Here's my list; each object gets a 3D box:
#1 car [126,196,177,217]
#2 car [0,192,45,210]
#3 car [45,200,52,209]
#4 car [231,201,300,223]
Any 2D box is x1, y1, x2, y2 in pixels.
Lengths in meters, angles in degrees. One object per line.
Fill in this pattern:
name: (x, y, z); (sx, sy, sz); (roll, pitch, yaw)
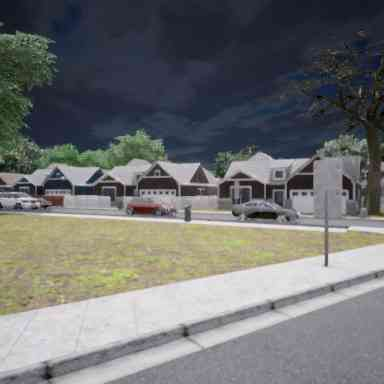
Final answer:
car: (-3.531, 1.228, 29.075); (4.553, 1.767, 2.097); (0, 0, 28)
car: (-19.711, 1.033, 37.612); (5.566, 2.045, 2.150); (0, 0, 28)
car: (-19.555, 1.361, 40.744); (5.357, 1.411, 2.033); (0, 0, 28)
car: (5.279, 1.404, 24.113); (4.902, 1.511, 2.128); (0, 0, 30)
